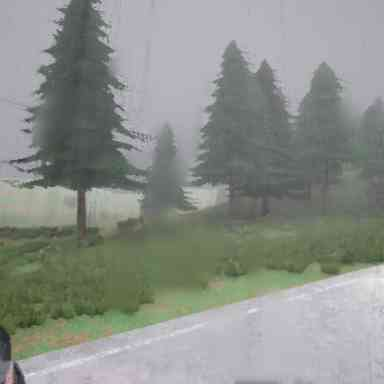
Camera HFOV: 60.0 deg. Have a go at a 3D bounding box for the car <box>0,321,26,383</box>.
[{"bbox_3d":[-3.321,1.494,1.235,4.902,1.511,2.128,0,0,-35],"label":"car"}]
